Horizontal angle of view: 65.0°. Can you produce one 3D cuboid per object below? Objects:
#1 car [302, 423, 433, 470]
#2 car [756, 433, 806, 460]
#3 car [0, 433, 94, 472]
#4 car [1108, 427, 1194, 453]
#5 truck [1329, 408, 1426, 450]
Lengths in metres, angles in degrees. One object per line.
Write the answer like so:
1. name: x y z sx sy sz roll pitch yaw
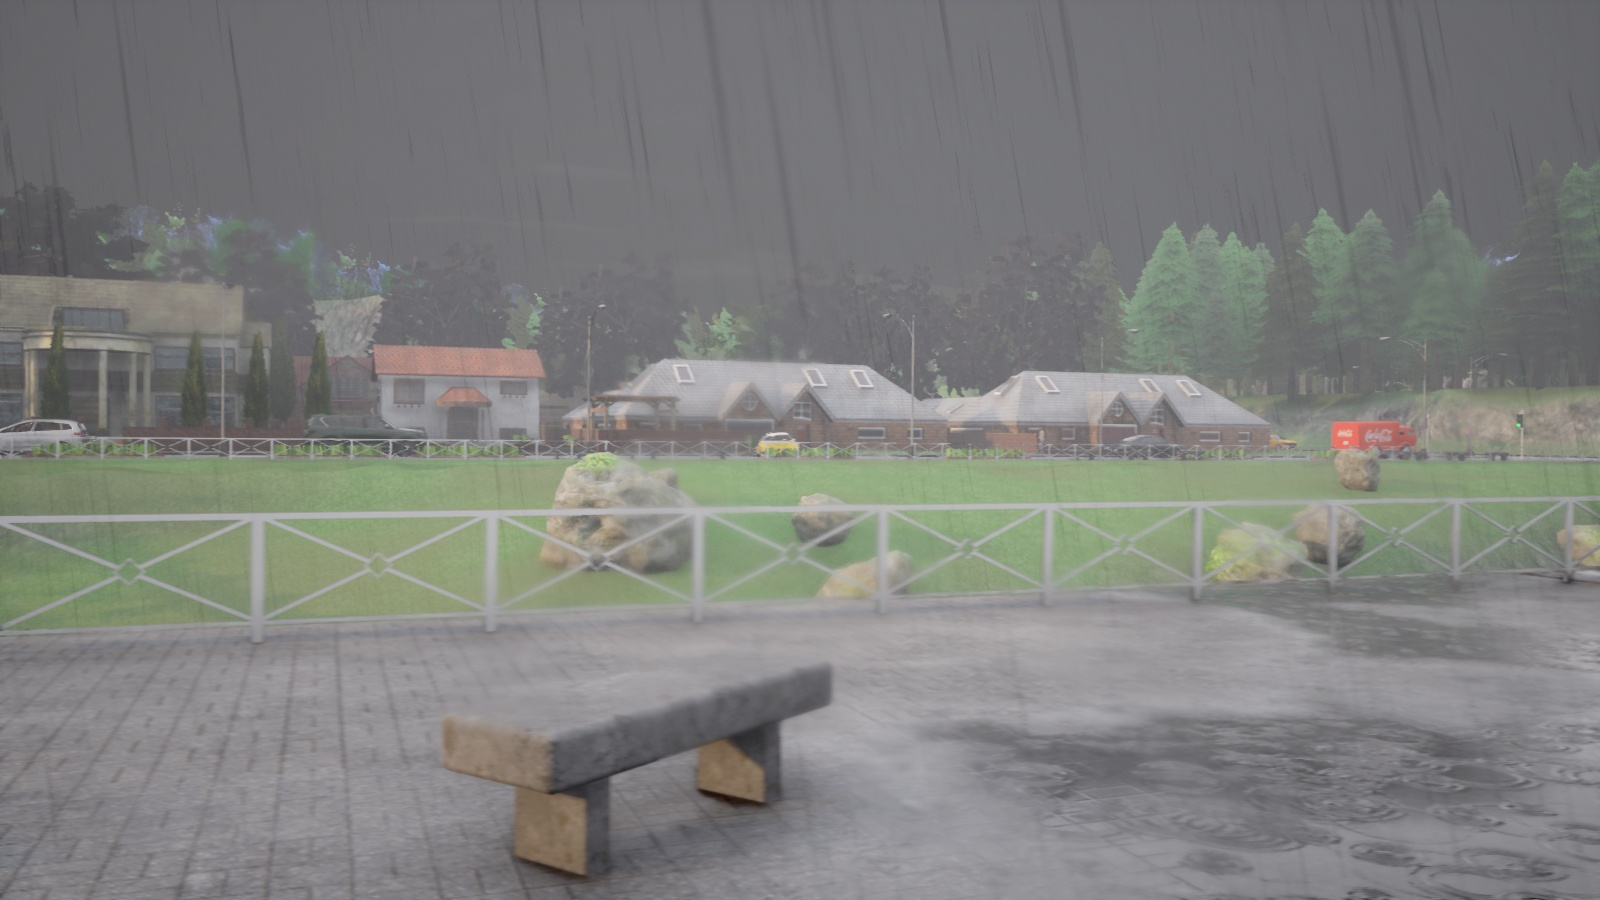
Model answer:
1. car: -19.920 -0.210 57.892 5.566 2.045 2.150 -1 1 -21
2. car: -0.989 -0.195 65.079 2.207 1.376 1.481 -1 1 -21
3. car: -34.647 0.096 56.584 4.611 1.667 2.242 -1 1 -21
4. car: 20.467 -0.589 73.219 4.674 1.442 1.812 -1 1 -21
5. truck: 36.457 -1.360 79.282 5.204 2.467 2.627 -2 1 -21
